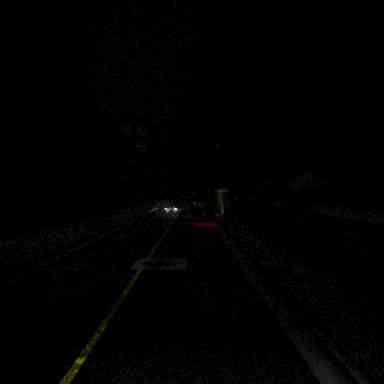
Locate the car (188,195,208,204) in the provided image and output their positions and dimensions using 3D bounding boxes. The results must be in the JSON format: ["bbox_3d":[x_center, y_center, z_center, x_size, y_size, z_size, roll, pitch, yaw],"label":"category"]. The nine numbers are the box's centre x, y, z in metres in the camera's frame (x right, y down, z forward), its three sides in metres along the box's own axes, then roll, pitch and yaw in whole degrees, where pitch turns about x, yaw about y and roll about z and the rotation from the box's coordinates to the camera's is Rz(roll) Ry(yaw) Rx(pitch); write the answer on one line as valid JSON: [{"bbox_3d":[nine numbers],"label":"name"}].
[{"bbox_3d":[0.907,1.358,37.984,2.150,2.045,5.566,0,0,0],"label":"car"}]

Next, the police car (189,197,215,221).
[{"bbox_3d":[0.905,1.518,28.063,1.930,1.638,5.238,0,0,0],"label":"police car"}]

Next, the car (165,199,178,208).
[{"bbox_3d":[-3.060,1.740,51.408,2.033,1.411,5.357,0,0,0],"label":"car"}]

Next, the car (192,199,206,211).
[{"bbox_3d":[0.909,1.685,43.953,1.812,1.442,4.674,0,0,0],"label":"car"}]

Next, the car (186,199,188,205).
[{"bbox_3d":[0.013,1.601,62.929,2.097,1.767,4.553,0,0,0],"label":"car"}]

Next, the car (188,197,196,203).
[{"bbox_3d":[0.015,1.806,77.958,1.994,1.385,4.181,0,0,0],"label":"car"}]
